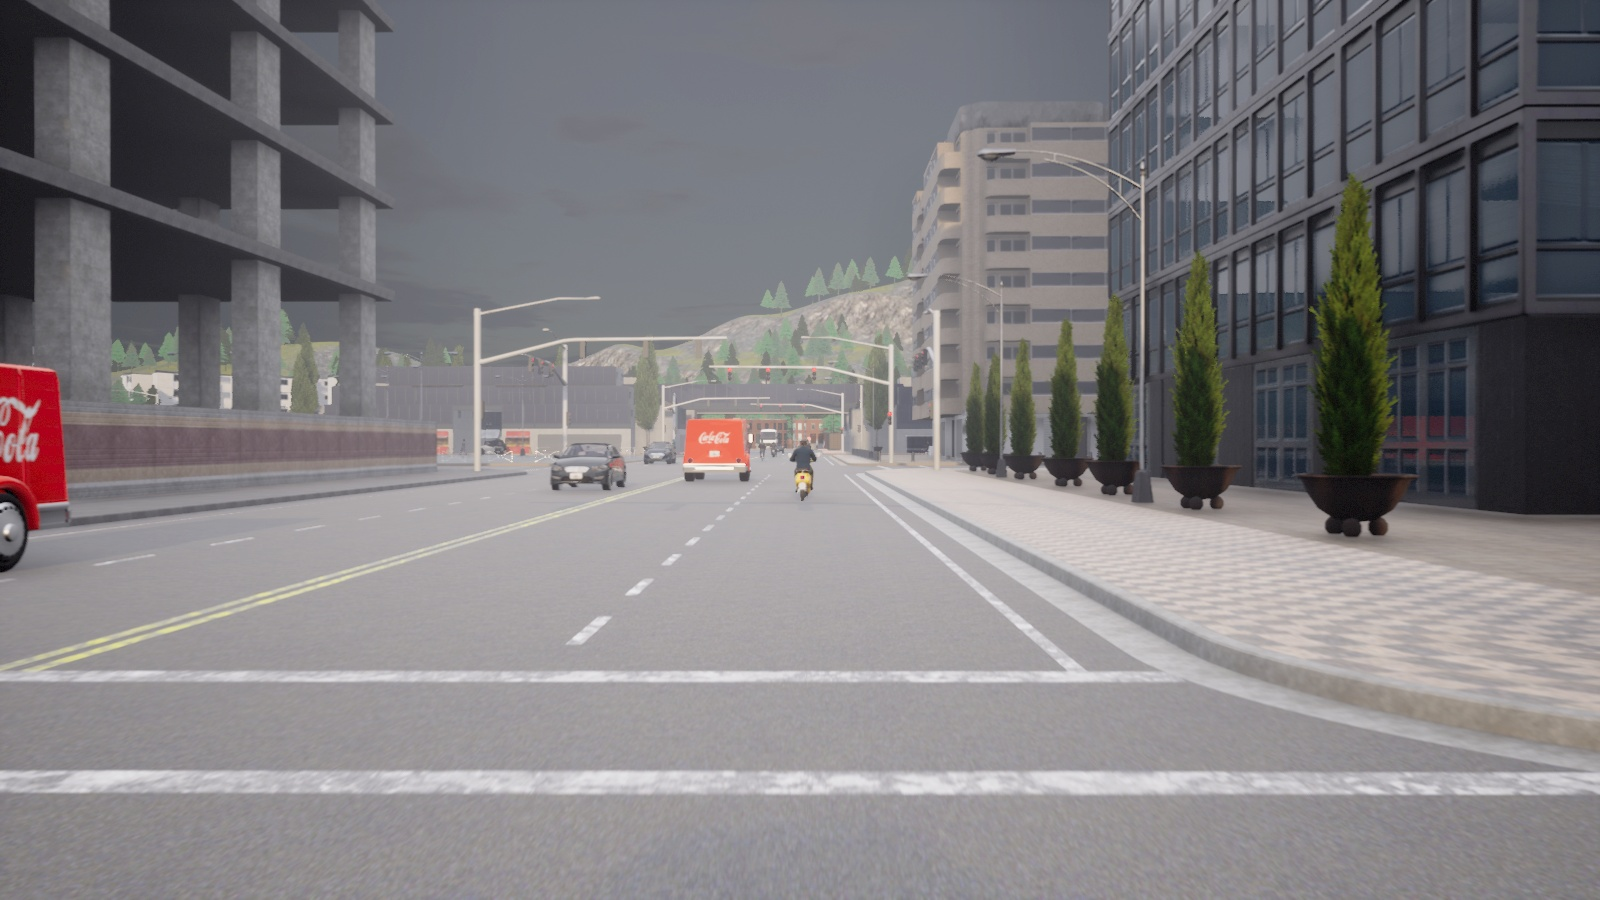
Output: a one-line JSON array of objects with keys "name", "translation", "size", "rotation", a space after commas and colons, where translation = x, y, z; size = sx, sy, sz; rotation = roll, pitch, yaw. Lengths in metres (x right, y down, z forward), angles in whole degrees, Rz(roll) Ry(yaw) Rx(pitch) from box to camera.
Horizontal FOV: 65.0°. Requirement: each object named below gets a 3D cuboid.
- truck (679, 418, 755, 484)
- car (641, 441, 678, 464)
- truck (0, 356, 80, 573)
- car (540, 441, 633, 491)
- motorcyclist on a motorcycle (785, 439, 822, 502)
[{"name": "truck", "translation": [-3.202, -0.014, 49.679], "size": [2.627, 2.467, 5.204], "rotation": [0, 1, 0]}, {"name": "car", "translation": [-9.976, 0.164, 89.471], "size": [2.033, 1.649, 4.856], "rotation": [0, 0, 0]}, {"name": "truck", "translation": [-10.410, 0.174, 13.240], "size": [2.627, 2.467, 5.204], "rotation": [0, 1, 0]}, {"name": "car", "translation": [-6.756, 0.470, 40.259], "size": [2.128, 1.511, 4.902], "rotation": [0, 0, 0]}, {"name": "motorcyclist on a motorcycle", "translation": [0.111, 0.514, 32.928], "size": [0.866, 1.590, 1.817], "rotation": [0, 0, 3]}]
